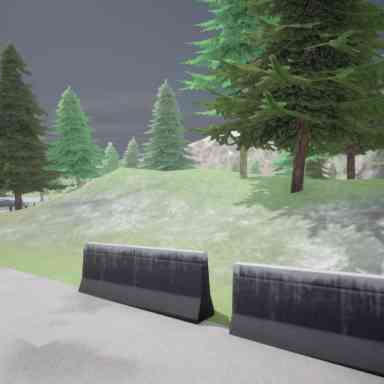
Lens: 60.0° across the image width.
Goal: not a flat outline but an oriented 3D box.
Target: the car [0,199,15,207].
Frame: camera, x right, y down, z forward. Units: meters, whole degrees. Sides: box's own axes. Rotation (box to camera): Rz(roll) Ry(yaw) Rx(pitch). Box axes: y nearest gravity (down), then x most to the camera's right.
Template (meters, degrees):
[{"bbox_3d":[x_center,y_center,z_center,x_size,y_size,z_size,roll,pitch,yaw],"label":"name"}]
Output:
[{"bbox_3d":[-22.679,1.456,38.735,1.994,1.385,4.181,0,0,44],"label":"car"}]
